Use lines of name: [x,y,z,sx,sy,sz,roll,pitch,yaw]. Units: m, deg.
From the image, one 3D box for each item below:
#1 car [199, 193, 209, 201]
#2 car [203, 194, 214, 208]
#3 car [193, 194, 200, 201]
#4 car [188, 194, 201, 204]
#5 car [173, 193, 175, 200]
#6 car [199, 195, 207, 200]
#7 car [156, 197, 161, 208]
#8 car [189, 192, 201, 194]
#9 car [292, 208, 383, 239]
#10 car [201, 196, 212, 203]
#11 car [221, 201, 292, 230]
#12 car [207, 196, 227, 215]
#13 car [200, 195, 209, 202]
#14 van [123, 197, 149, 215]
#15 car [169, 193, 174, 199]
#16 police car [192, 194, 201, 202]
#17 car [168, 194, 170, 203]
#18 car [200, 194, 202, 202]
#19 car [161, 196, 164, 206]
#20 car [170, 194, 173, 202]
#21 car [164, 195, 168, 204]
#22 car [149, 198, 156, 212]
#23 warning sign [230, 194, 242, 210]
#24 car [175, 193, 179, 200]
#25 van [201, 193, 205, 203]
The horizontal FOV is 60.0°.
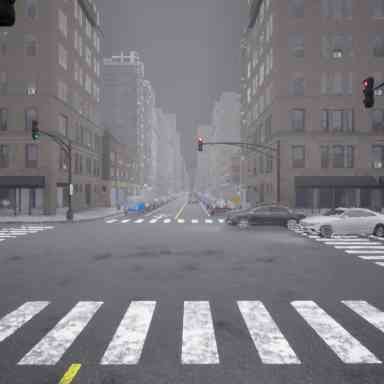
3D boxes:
car: [3.010,1.309,84.389,2.192,1.841,5.009,0,0,0]
car: [2.847,1.443,44.705,1.967,1.590,4.097,0,0,0]
car: [1.152,1.448,89.559,1.801,1.575,5.366,0,0,0]
car: [0.255,1.566,62.937,1.994,1.385,4.181,0,0,0]
car: [-5.539,1.522,78.576,1.752,1.417,4.829,0,0,0]
car: [3.034,1.558,90.059,1.947,1.339,4.313,0,0,0]
car: [-5.678,1.569,44.736,1.947,1.339,4.313,0,0,0]
car: [0.297,1.039,72.971,2.150,2.045,5.566,0,0,0]
car: [7.869,1.535,17.074,4.674,1.442,1.812,0,0,-7]
car: [2.941,1.551,67.382,2.008,1.369,4.403,0,0,0]
car: [4.510,1.508,20.649,4.892,1.490,1.837,1,0,0]
car: [2.801,1.442,33.367,1.967,1.590,4.097,0,0,0]
car: [2.988,1.437,78.721,1.967,1.590,4.097,0,0,0]
van: [-5.725,1.343,33.400,1.690,1.788,3.998,0,0,0]
car: [-5.561,1.543,73.077,1.887,1.381,4.507,0,0,0]
police car: [1.120,1.421,79.464,1.930,1.638,5.238,0,0,-1]
car: [-5.609,1.527,61.571,1.752,1.417,4.829,0,0,0]
car: [2.918,1.527,61.882,1.752,1.417,4.829,0,0,0]
car: [-5.655,1.585,50.405,1.802,1.307,4.206,0,0,0]
car: [-5.585,1.566,67.409,1.947,1.339,4.313,0,0,0]
car: [-5.632,1.568,56.073,1.947,1.339,4.313,0,0,0]
car: [-5.702,1.443,39.068,1.967,1.590,4.097,0,0,0]
warning sign: [5.227,1.118,39.351,1.300,1.860,1.060,0,0,0]
car: [-5.491,1.307,90.082,2.192,1.841,5.009,0,0,0]
van: [2.894,1.344,56.043,1.690,1.788,3.998,0,0,0]
